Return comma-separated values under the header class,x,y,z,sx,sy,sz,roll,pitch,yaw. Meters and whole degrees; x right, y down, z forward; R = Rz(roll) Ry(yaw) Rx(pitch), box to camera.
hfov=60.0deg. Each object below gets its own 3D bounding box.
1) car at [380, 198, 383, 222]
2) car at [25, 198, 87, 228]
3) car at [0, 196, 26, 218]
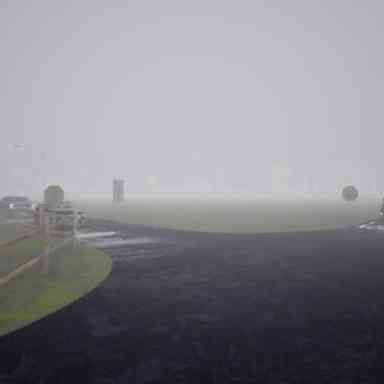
class,x,y,z,sx,sy,sz,roll,pitch,yaw
car,14.847,0.993,23.197,2.150,2.045,5.566,2,1,41
car,-8.036,1.286,20.068,2.128,1.511,4.902,1,0,-41
car,-14.376,1.099,27.315,2.097,1.767,4.553,1,0,-41
